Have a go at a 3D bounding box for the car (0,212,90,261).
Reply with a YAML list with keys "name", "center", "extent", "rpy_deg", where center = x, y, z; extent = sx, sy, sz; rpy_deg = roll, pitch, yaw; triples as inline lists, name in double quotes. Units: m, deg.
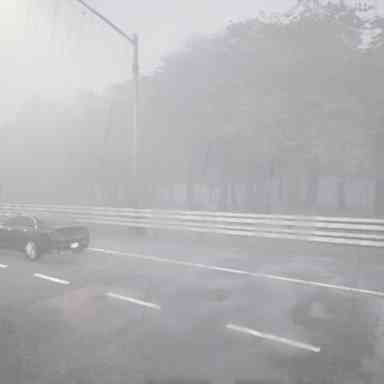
- name: "car"
  center: [-5.824, 1.506, 12.325]
  extent: [4.892, 1.490, 1.837]
  rpy_deg: [0, 0, 36]
